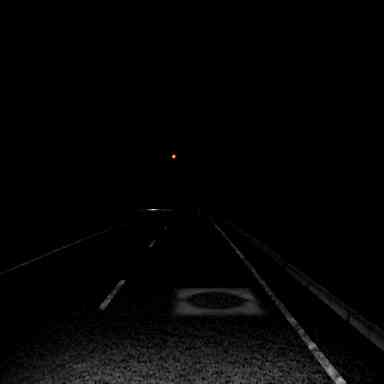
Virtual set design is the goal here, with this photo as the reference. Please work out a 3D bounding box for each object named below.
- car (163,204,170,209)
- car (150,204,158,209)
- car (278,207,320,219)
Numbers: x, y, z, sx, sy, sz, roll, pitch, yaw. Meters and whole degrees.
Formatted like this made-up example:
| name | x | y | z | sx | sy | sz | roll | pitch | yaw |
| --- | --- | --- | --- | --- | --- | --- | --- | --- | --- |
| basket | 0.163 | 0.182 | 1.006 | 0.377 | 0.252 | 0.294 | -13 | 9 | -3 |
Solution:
| name | x | y | z | sx | sy | sz | roll | pitch | yaw |
| --- | --- | --- | --- | --- | --- | --- | --- | --- | --- |
| car | -7.003 | 4.010 | 92.198 | 2.033 | 1.411 | 5.357 | 0 | 0 | 0 |
| car | -10.503 | 4.023 | 92.185 | 1.994 | 1.385 | 4.181 | 0 | 0 | 0 |
| car | 11.462 | 2.220 | 35.710 | 4.181 | 1.385 | 1.994 | 0 | -3 | -1 |
